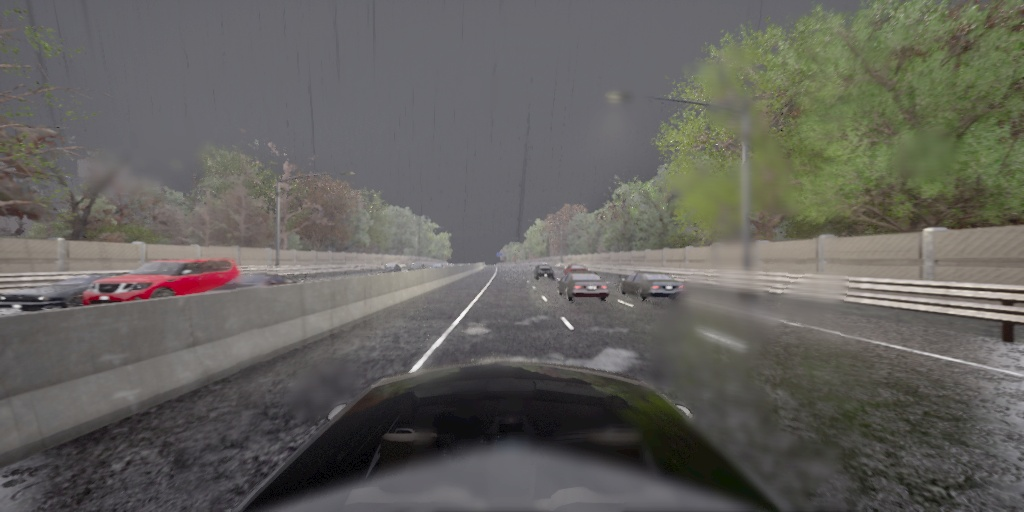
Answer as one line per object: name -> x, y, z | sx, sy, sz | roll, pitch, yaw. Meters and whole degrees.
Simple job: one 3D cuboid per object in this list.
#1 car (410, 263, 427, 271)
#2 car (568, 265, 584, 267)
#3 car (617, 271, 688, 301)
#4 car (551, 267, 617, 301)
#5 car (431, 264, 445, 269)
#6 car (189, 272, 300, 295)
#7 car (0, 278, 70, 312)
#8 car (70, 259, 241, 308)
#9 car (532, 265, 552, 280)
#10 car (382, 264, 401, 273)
car -> -14.913, 1.885, 57.210 | 1.837, 1.490, 4.892 | 0, 0, -1
car -> 6.730, 1.646, 38.140 | 1.882, 1.535, 5.008 | 0, -1, -1
car -> 7.017, 1.490, 18.551 | 2.033, 1.411, 5.357 | 0, -1, 0
car -> 3.519, 1.490, 18.560 | 2.033, 1.411, 5.357 | 0, -1, -1
car -> -11.375, 1.887, 55.381 | 1.812, 1.442, 4.674 | 0, -1, -1
car -> -10.657, 1.469, 15.130 | 1.994, 1.385, 4.181 | 0, -1, 0
car -> -17.653, 1.450, 15.447 | 2.033, 1.411, 5.357 | 0, -1, 0
car -> -14.155, 1.127, 15.206 | 2.150, 2.045, 5.566 | 0, -1, 0
car -> 3.242, 1.664, 37.410 | 1.837, 1.490, 4.892 | 0, -1, -1
car -> -18.359, 1.882, 55.082 | 1.812, 1.442, 4.674 | 0, -1, -1
